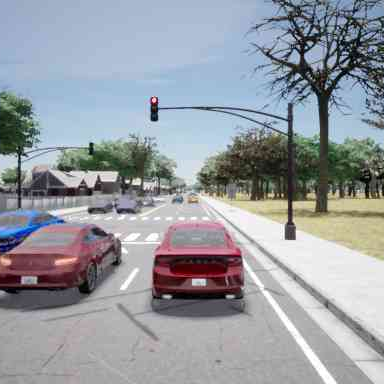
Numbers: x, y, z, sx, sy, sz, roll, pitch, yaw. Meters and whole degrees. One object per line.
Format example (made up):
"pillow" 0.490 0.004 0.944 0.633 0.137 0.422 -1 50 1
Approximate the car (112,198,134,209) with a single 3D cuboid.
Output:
"car" -9.720 1.536 47.258 2.033 1.411 5.357 0 0 0

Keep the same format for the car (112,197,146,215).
"car" -6.504 1.541 34.819 2.033 1.411 5.357 0 0 0

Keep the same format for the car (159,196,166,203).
"car" -6.346 1.499 65.962 1.812 1.442 4.674 0 0 1

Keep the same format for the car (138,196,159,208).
"car" -6.467 1.480 48.370 2.128 1.511 4.902 0 0 0

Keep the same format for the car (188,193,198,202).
"car" 0.206 1.190 76.298 2.150 2.045 5.566 0 0 0

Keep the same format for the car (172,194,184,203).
"car" -2.969 1.499 66.306 1.812 1.442 4.674 0 0 0

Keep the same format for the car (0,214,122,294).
"car" -3.127 1.525 8.682 1.812 1.442 4.674 0 0 0

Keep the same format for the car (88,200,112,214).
"car" -9.786 1.541 36.146 2.033 1.411 5.357 0 0 -3

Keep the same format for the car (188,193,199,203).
"car" 0.276 1.451 65.897 1.882 1.535 5.008 0 0 0

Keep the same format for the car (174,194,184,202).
"car" -3.044 1.320 76.271 2.097 1.767 4.553 0 0 0

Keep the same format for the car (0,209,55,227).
"car" -6.568 1.476 12.795 1.882 1.535 5.008 0 0 0

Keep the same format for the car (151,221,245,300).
"car" 0.120 1.477 8.470 1.882 1.535 5.008 0 0 0

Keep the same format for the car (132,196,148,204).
"car" -9.631 1.524 62.356 2.033 1.411 5.357 0 0 1
